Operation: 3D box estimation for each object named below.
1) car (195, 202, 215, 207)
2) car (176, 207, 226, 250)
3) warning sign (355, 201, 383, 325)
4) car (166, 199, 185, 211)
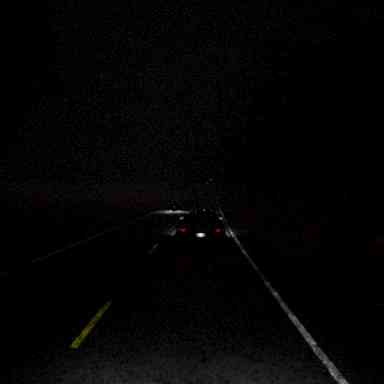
[{"bbox_3d":[1.161,1.577,30.059,1.895,1.301,4.718,0,0,3],"label":"car"},{"bbox_3d":[0.396,1.558,14.313,1.994,1.385,4.181,0,0,2],"label":"car"},{"bbox_3d":[3.618,1.118,5.461,1.300,1.860,1.060,2,2,1],"label":"warning sign"},{"bbox_3d":[-1.942,1.519,40.218,1.994,1.385,4.181,0,0,3],"label":"car"}]
